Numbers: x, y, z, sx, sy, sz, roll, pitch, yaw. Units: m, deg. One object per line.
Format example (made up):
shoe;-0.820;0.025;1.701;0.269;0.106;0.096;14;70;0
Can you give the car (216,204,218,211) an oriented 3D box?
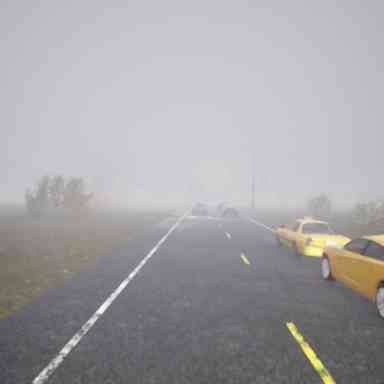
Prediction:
car;4.810;2.262;51.958;1.837;1.490;4.892;2;-1;2

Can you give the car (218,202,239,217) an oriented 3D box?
car;4.544;2.141;40.071;1.812;1.442;4.674;2;-1;2

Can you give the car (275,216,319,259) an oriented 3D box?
car;4.806;1.789;13.927;1.801;1.575;5.366;2;-1;2

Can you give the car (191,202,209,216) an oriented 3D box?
car;0.942;1.970;38.648;1.837;1.490;4.892;2;-1;2

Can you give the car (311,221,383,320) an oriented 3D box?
car;4.634;1.736;7.738;1.882;1.535;5.008;2;-1;2
